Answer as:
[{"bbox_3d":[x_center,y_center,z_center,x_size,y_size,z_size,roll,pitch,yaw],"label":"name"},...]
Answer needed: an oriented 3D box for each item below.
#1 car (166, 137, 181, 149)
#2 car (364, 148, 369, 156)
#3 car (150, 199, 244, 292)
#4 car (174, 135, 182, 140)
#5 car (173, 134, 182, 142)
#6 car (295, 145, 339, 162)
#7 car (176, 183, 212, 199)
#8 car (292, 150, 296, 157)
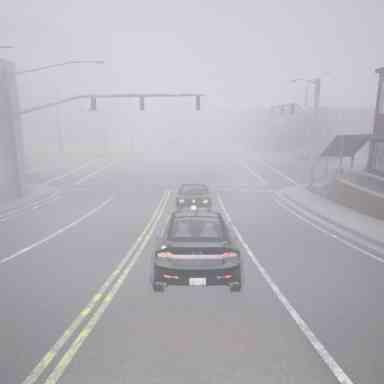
[{"bbox_3d":[-3.537,-8.502,59.317,1.837,1.490,4.892,0,12,0],"label":"car"},{"bbox_3d":[26.320,-5.607,44.815,5.566,2.045,2.150,0,12,0],"label":"car"},{"bbox_3d":[0.104,1.221,8.312,2.128,1.511,4.902,0,4,0],"label":"car"},{"bbox_3d":[-3.462,-10.613,69.140,1.994,1.385,4.181,0,12,0],"label":"car"},{"bbox_3d":[-3.457,-12.829,78.971,1.837,1.490,4.892,0,12,0],"label":"car"},{"bbox_3d":[15.825,-4.735,41.464,4.553,1.767,2.097,0,12,0],"label":"car"},{"bbox_3d":[0.098,0.147,19.212,1.895,1.301,4.718,0,9,0],"label":"car"},{"bbox_3d":[15.993,-5.486,44.882,4.553,1.767,2.097,0,12,0],"label":"car"}]
